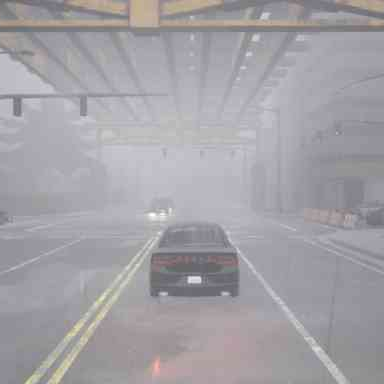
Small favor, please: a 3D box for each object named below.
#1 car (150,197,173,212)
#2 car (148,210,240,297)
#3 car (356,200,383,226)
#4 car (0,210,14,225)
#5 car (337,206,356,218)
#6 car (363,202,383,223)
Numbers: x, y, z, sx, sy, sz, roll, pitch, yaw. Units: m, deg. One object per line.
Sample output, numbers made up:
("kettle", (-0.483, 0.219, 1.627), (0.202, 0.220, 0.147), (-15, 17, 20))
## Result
("car", (-3.677, 1.450, 38.330), (2.128, 1.511, 4.902), (0, 0, 0))
("car", (0.051, 1.468, 8.617), (1.882, 1.535, 5.008), (0, 0, 0))
("car", (13.213, 1.398, 20.922), (4.974, 1.542, 2.038), (0, 0, -20))
("car", (-14.187, 1.495, 21.454), (4.902, 1.511, 2.128), (0, 0, -1))
("car", (13.577, 1.234, 25.059), (4.536, 1.218, 1.853), (0, 0, 25))
("car", (13.262, 1.240, 20.940), (4.536, 1.218, 1.853), (0, 0, -20))
